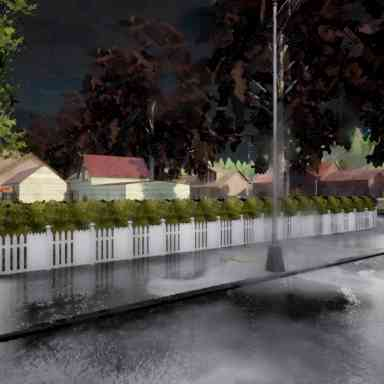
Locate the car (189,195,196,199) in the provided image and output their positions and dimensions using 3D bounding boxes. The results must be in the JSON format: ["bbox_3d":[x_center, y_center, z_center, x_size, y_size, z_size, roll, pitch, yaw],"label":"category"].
[{"bbox_3d":[0.074,1.561,47.203,1.994,1.385,4.181,0,0,-35],"label":"car"}]
